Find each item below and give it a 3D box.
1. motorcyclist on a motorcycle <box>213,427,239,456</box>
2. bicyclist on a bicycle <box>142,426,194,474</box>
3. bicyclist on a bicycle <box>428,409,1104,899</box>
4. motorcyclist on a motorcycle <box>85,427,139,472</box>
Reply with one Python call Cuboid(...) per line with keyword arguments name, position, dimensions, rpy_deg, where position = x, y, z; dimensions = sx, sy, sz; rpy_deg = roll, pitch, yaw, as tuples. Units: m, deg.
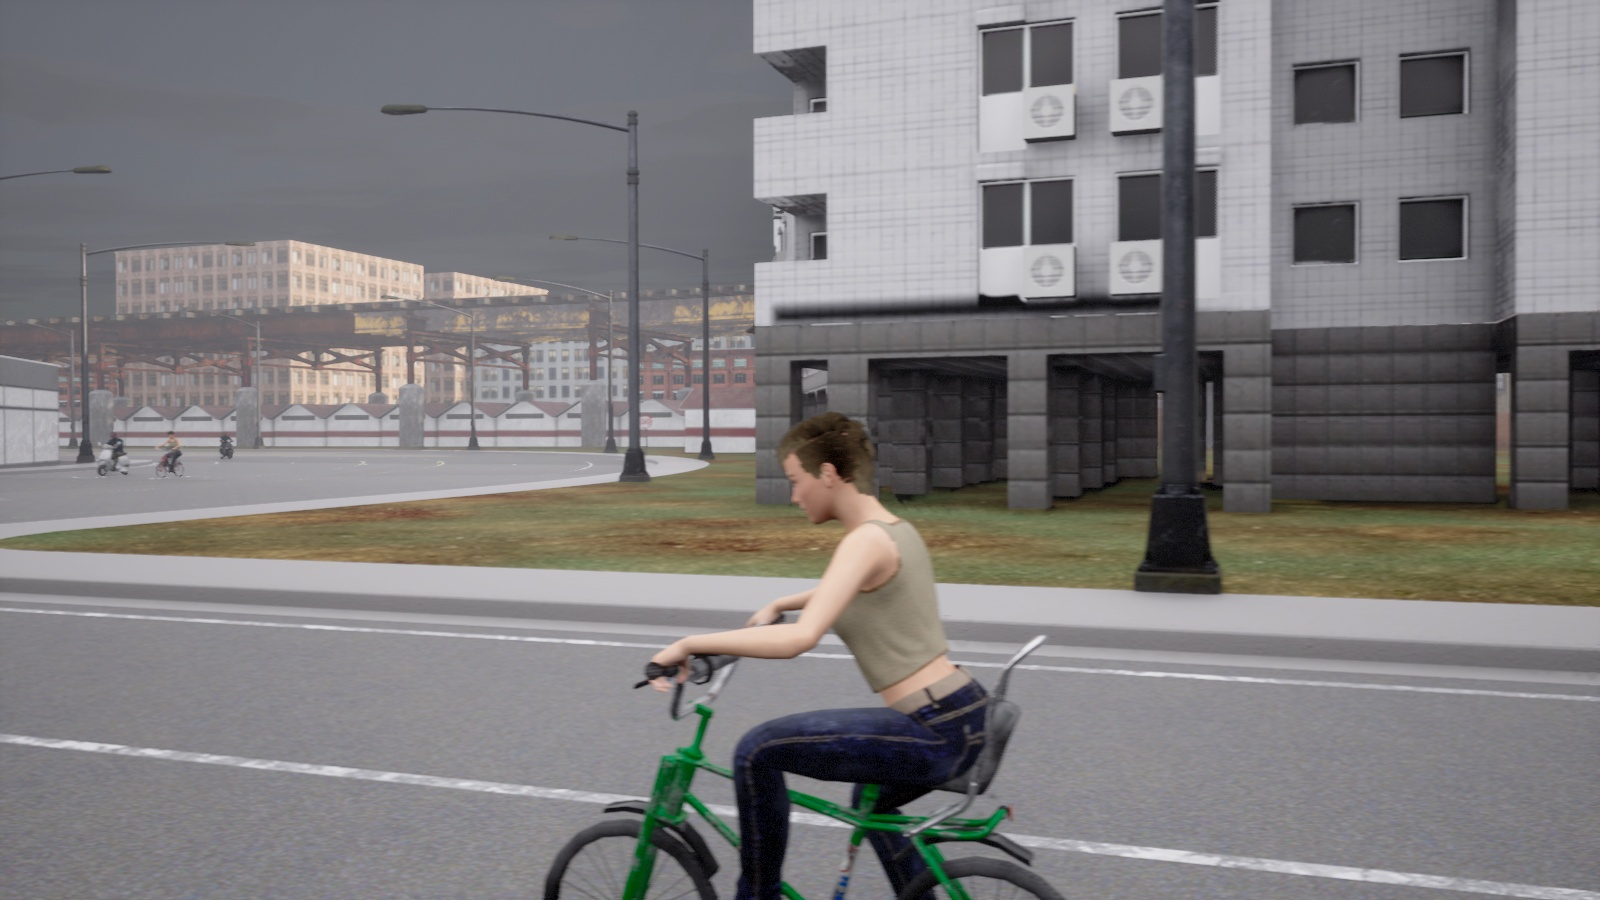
Cuboid(name="motorcyclist on a motorcycle", position=(-32.706, -0.489, 71.550), dimensions=(0.866, 1.590, 1.817), rpy_deg=(-1, 2, -42))
Cuboid(name="bicyclist on a bicycle", position=(-21.514, -0.008, 42.766), dimensions=(0.866, 1.612, 1.509), rpy_deg=(0, 1, 7))
Cuboid(name="bicyclist on a bicycle", position=(-0.044, 0.712, 3.199), dimensions=(1.509, 1.612, 0.866), rpy_deg=(1, 1, 19))
Cuboid(name="motorcyclist on a motorcycle", position=(-24.778, -0.040, 45.253), dimensions=(0.866, 1.590, 1.817), rpy_deg=(-1, 1, 4))
